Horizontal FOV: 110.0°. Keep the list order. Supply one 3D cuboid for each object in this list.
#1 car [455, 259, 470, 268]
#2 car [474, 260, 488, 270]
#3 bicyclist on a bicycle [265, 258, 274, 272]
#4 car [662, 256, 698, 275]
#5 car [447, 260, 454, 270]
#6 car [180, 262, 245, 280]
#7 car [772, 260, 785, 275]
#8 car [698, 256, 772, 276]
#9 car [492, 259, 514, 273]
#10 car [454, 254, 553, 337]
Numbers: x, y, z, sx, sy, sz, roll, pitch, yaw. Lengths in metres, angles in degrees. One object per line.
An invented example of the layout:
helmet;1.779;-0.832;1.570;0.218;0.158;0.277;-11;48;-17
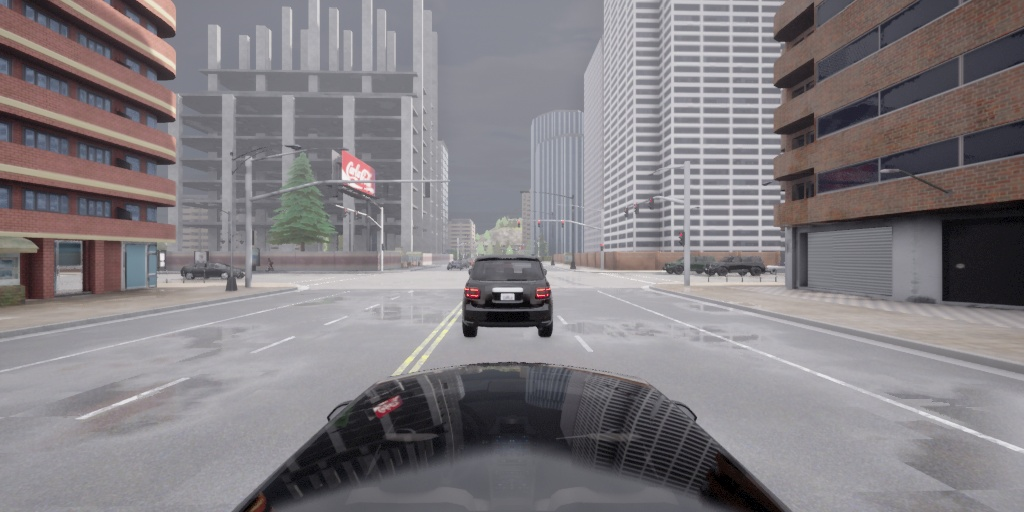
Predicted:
car;-8.286;1.255;60.353;1.837;1.490;4.892;0;0;-1
car;-4.679;1.314;54.613;1.994;1.385;4.181;0;0;-1
bicyclist on a bicycle;-28.715;1.051;42.505;0.582;1.620;1.656;0;0;-1
car;19.376;0.972;38.978;5.566;2.045;2.150;0;0;-1
car;-8.124;1.314;51.781;1.994;1.385;4.181;0;0;-1
car;-25.326;1.255;30.610;4.892;1.490;1.837;0;0;-1
car;29.506;1.351;39.232;4.718;1.301;1.895;0;0;-1
car;21.988;0.971;35.549;5.566;2.045;2.150;0;0;-2
car;-1.046;1.228;44.138;1.882;1.535;5.008;1;0;8
car;-0.122;0.971;10.391;2.150;2.045;5.566;0;0;-1
